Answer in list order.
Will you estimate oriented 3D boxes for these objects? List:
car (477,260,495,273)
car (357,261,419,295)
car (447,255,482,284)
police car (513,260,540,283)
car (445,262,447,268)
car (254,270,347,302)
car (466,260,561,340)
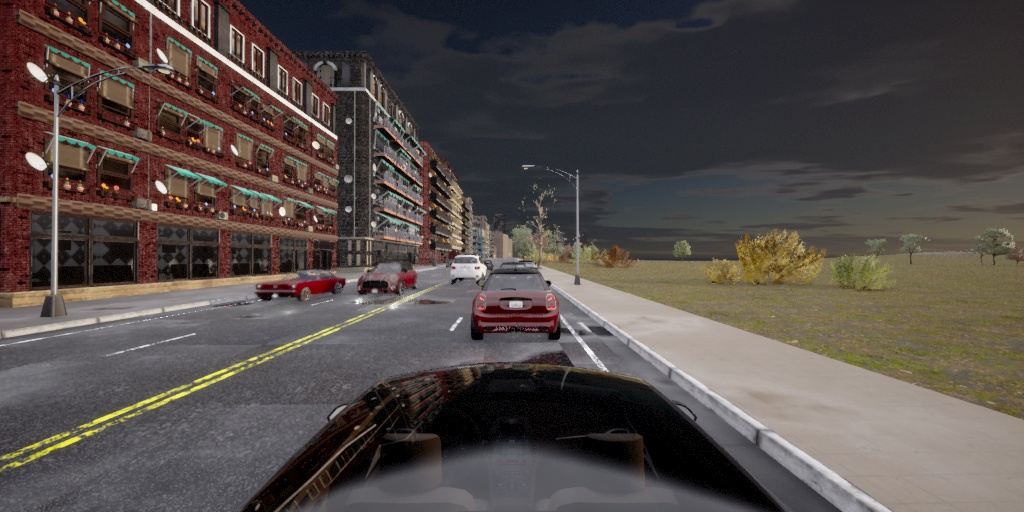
[{"bbox_3d":[-3.210,1.256,45.161,1.837,1.490,4.892,0,-1,0],"label":"car"},{"bbox_3d":[-6.626,1.105,19.549,2.097,1.767,4.553,0,0,0],"label":"car"},{"bbox_3d":[-3.185,0.976,27.012,2.150,2.045,5.566,0,0,0],"label":"car"},{"bbox_3d":[1.098,1.179,29.401,1.930,1.638,5.238,0,0,0],"label":"police car"},{"bbox_3d":[-9.906,1.299,60.355,2.033,1.411,5.357,0,0,0],"label":"car"},{"bbox_3d":[-9.872,1.353,17.148,1.895,1.301,4.718,0,0,0],"label":"car"},{"bbox_3d":[0.081,1.103,10.133,2.097,1.767,4.553,0,0,0],"label":"car"}]
